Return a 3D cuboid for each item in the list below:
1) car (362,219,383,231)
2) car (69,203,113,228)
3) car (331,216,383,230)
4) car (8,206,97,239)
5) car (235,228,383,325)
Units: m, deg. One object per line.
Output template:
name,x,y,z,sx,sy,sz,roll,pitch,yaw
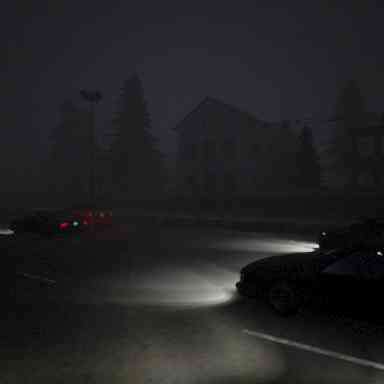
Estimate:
car,6.587,1.557,7.893,4.181,1.385,1.994,-1,0,36
car,-7.400,1.491,22.171,4.553,1.767,2.097,0,0,36
car,6.828,1.573,12.020,4.181,1.385,1.994,-1,0,36
car,-7.916,1.671,18.238,5.357,1.411,2.033,-1,0,36
car,3.485,1.550,5.805,5.357,1.411,2.033,-1,0,36
